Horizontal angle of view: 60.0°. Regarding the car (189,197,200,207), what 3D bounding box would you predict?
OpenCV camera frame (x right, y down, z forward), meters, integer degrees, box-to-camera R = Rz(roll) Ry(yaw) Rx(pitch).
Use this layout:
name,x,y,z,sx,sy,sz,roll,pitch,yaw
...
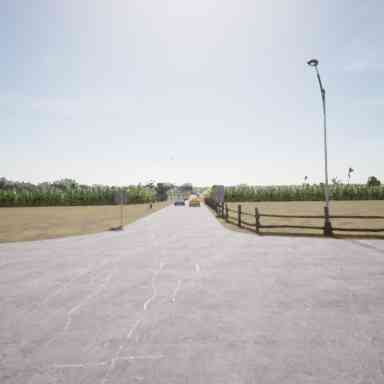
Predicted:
name,x,y,z,sx,sy,sz,roll,pitch,yaw
car,0.460,1.725,57.128,1.882,1.535,5.008,0,0,0

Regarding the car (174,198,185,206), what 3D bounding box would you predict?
name,x,y,z,sx,sy,sz,roll,pitch,yaw
car,-2.253,1.808,61.738,1.812,1.442,4.674,0,0,0

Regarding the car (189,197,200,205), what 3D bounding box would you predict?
name,x,y,z,sx,sy,sz,roll,pitch,yaw
car,0.544,1.826,67.550,2.128,1.511,4.902,0,-1,0
